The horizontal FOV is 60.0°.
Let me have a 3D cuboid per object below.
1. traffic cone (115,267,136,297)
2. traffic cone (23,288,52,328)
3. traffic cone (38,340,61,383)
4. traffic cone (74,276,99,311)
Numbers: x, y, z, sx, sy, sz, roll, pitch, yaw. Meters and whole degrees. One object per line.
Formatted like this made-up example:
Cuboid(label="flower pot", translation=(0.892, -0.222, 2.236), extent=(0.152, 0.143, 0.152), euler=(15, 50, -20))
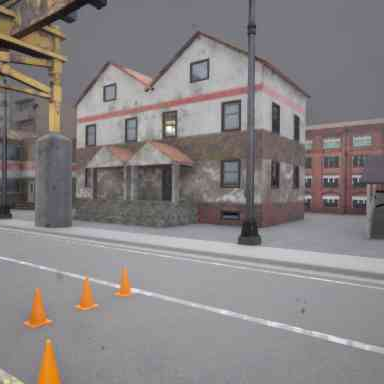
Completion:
Cuboid(label="traffic cone", translation=(-1.470, 1.949, 7.315), extent=(0.340, 0.580, 0.340), euler=(0, 0, 36))
Cuboid(label="traffic cone", translation=(-2.639, 1.949, 5.692), extent=(0.340, 0.580, 0.340), euler=(0, 0, 36))
Cuboid(label="traffic cone", translation=(-1.601, 1.952, 3.712), extent=(0.340, 0.580, 0.340), euler=(0, 0, 36))
Cuboid(label="traffic cone", translation=(-2.055, 1.949, 6.503), extent=(0.340, 0.580, 0.340), euler=(0, 0, 36))
